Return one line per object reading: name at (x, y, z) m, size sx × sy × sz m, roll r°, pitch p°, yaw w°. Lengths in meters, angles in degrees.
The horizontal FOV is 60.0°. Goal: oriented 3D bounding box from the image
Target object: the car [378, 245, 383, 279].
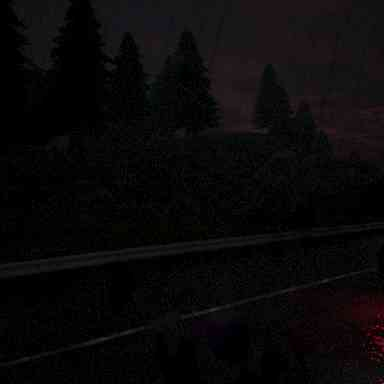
car at (6.412, 1.440, 7.999) m, size 4.892 × 1.490 × 1.837 m, roll 0°, pitch 0°, yaw -33°
